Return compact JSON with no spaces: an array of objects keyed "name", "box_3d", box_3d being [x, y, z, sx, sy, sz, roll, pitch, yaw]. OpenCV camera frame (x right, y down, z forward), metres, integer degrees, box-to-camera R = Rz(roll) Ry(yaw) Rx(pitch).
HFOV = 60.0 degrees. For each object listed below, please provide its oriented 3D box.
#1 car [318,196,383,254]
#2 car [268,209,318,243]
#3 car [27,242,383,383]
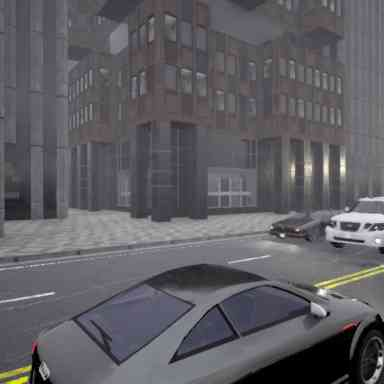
[{"name":"car","box_3d":[7.773,1.213,13.499,5.566,2.045,2.150,0,0,-36]},{"name":"car","box_3d":[6.153,1.539,16.340,5.357,1.411,2.033,0,0,-36]},{"name":"car","box_3d":[0.451,1.563,3.800,4.181,1.385,1.994,0,0,-36]}]
